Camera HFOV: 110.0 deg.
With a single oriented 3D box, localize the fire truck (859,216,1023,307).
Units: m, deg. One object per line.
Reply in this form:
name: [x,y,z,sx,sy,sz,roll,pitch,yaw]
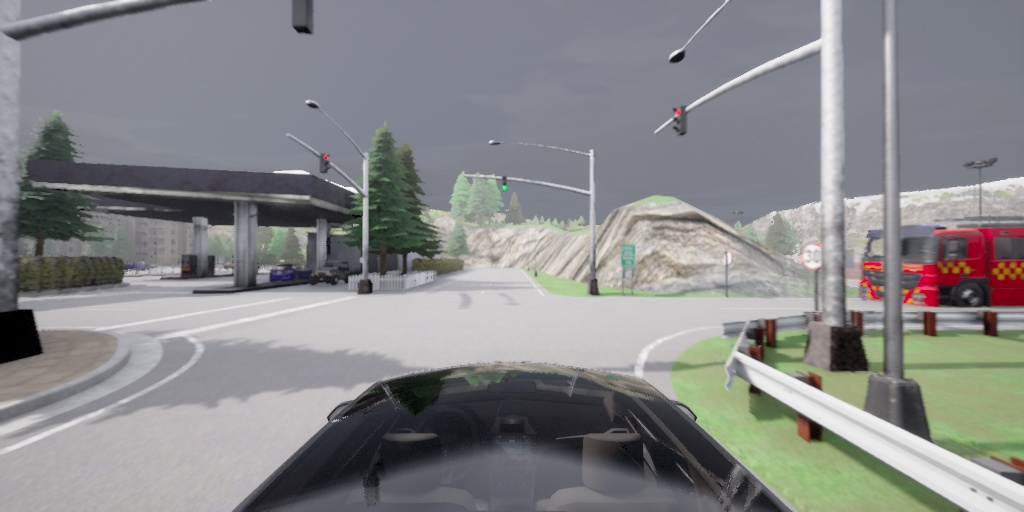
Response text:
fire truck: [19.824,0.314,14.907,8.468,3.827,2.891,-1,2,-1]
